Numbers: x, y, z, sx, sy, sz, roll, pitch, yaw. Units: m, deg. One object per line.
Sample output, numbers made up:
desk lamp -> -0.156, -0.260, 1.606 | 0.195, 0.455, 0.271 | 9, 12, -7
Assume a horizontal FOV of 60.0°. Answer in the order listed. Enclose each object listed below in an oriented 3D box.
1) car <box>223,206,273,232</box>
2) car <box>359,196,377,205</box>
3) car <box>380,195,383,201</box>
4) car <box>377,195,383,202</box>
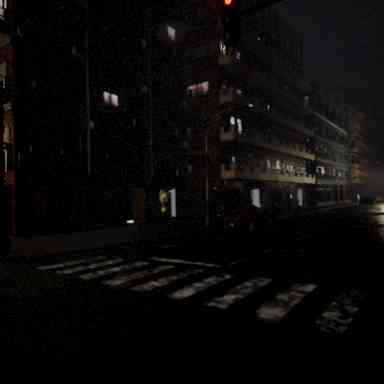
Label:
car -> 3.628, 1.631, 21.072 | 1.887, 1.381, 4.507 | -2, -1, 36
car -> 29.212, 1.455, 55.785 | 1.947, 1.339, 4.313 | -2, -1, 36
car -> 46.001, 1.334, 78.707 | 1.947, 1.339, 4.313 | -2, -1, 36
car -> 39.286, 1.397, 69.538 | 1.802, 1.307, 4.206 | -2, -1, 36
